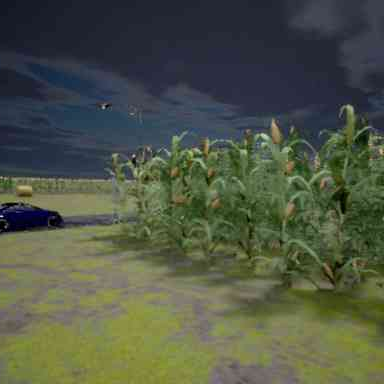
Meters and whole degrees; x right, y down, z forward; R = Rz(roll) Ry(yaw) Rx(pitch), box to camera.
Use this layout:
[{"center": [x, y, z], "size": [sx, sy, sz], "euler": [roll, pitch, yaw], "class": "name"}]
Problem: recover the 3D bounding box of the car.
[{"center": [-9.266, 1.270, 18.016], "size": [1.994, 1.385, 4.181], "euler": [2, 1, 35], "class": "car"}]
